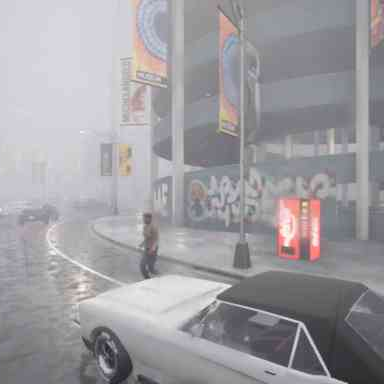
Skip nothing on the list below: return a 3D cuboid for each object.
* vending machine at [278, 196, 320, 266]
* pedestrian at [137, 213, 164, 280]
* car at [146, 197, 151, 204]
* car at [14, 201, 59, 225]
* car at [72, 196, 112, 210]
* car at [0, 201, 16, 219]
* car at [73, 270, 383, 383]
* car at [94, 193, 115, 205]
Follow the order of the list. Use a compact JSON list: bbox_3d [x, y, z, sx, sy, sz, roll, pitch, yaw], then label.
[{"bbox_3d":[3.482,1.195,10.820,0.880,2.100,1.100,0,0,45],"label":"vending machine"},{"bbox_3d":[-0.965,1.294,7.689,0.375,1.860,0.375,0,0,-43],"label":"pedestrian"},{"bbox_3d":[-6.162,1.220,62.298,2.150,2.045,5.566,0,0,31],"label":"car"},{"bbox_3d":[-10.998,1.525,24.130,1.812,1.442,4.674,0,0,-11],"label":"car"},{"bbox_3d":[-12.880,1.547,42.355,2.033,1.411,5.357,0,0,20],"label":"car"},{"bbox_3d":[-14.924,1.525,29.136,1.812,1.442,4.674,0,0,-1],"label":"car"},{"bbox_3d":[0.757,1.601,3.669,4.718,1.301,1.895,0,0,38],"label":"car"},{"bbox_3d":[-14.849,1.219,54.632,2.150,2.045,5.566,0,0,30],"label":"car"}]
